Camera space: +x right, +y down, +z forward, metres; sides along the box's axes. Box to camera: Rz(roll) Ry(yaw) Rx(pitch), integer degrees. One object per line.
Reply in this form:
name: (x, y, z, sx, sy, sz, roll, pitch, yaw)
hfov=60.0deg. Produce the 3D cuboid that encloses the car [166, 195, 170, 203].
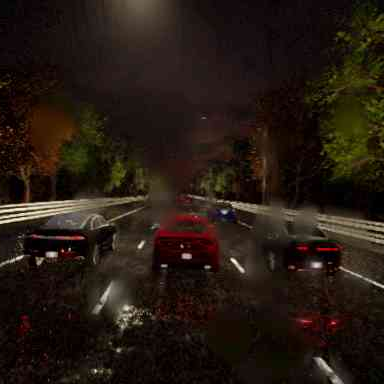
car: (-6.858, 1.783, 78.076, 2.033, 1.411, 5.357, 2, 0, -3)

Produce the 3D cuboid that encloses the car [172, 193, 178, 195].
car: (-3.942, 1.917, 90.721, 1.882, 1.535, 5.008, 2, 0, -3)

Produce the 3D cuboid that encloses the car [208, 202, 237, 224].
car: (2.463, 1.660, 28.322, 2.097, 1.767, 4.553, 2, 0, -3)

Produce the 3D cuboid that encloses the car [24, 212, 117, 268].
car: (-3.742, 1.419, 11.047, 2.128, 1.511, 4.902, 2, 0, -3)

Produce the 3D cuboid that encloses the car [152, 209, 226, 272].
car: (-0.247, 1.551, 11.222, 1.882, 1.535, 5.008, 2, 0, -3)

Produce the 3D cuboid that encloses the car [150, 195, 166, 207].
car: (-5.740, 1.620, 54.069, 1.882, 1.535, 5.008, 2, 0, -3)

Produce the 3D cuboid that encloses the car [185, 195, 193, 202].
car: (-0.624, 2.077, 94.654, 1.882, 1.535, 5.008, 2, 0, -3)

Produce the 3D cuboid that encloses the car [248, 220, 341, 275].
car: (3.246, 1.726, 11.362, 1.837, 1.490, 4.892, 2, 0, -3)

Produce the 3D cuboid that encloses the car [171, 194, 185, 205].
car: (-2.990, 1.834, 70.227, 1.882, 1.535, 5.008, 2, 0, -3)
